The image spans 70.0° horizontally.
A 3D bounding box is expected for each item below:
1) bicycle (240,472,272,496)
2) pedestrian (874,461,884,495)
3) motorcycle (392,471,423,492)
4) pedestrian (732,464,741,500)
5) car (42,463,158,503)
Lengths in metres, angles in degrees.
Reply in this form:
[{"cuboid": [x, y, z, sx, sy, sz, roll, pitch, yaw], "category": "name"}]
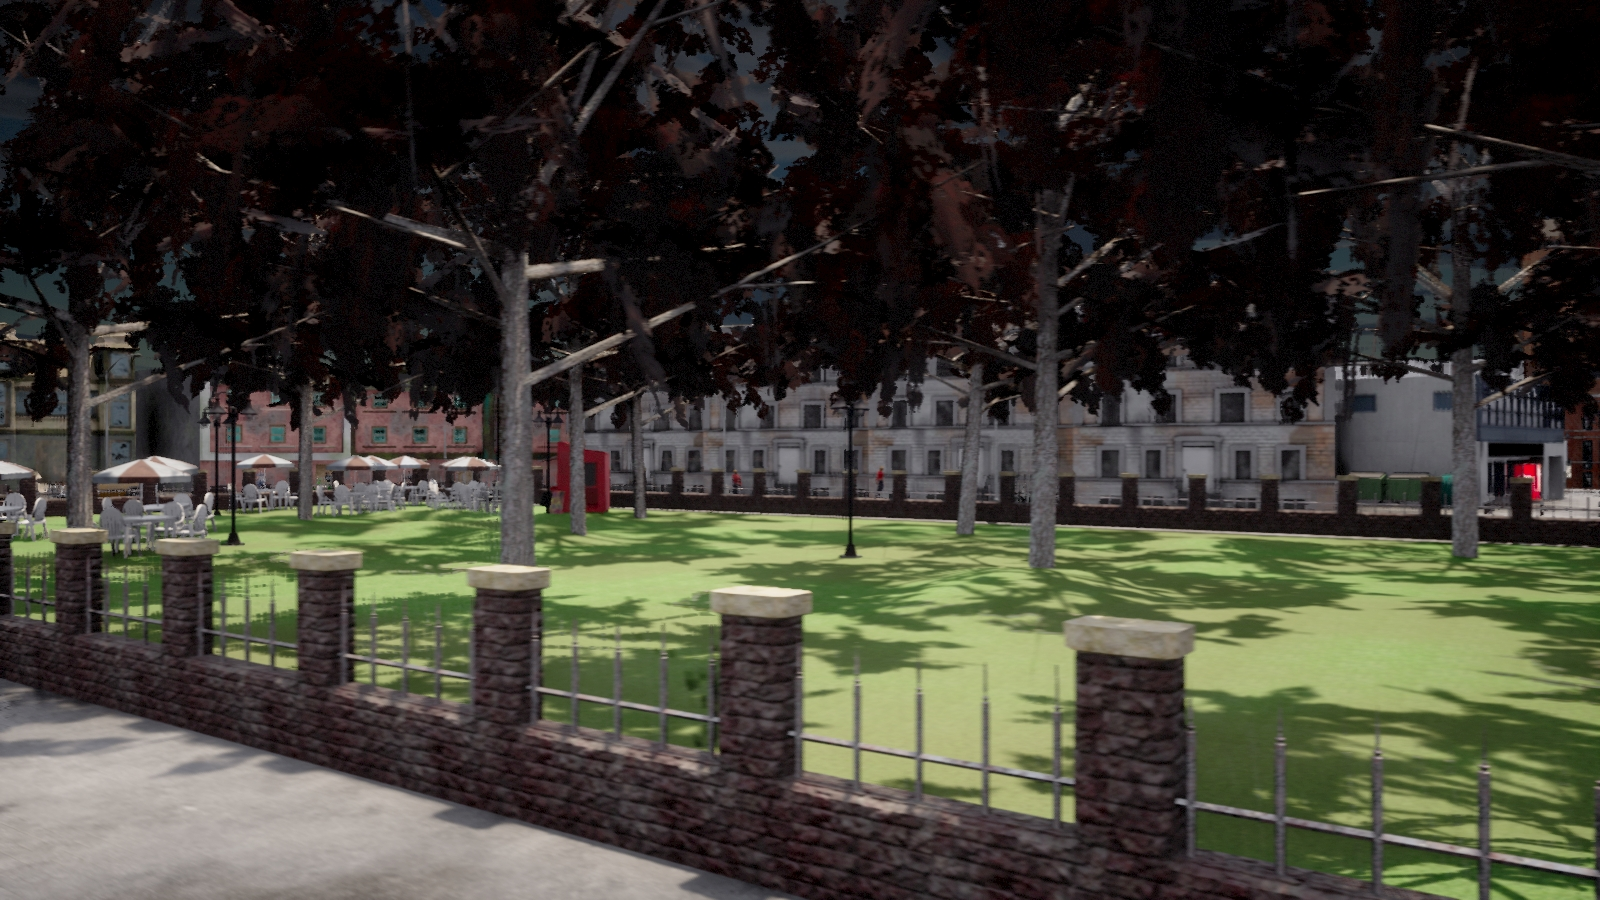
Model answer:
[{"cuboid": [-30.785, 1.932, 64.685, 0.373, 1.296, 1.643, 0, 0, 36], "category": "bicycle"}, {"cuboid": [4.281, 1.522, 62.094, 0.375, 1.860, 0.375, 0, 0, 35], "category": "pedestrian"}, {"cuboid": [-24.344, 1.960, 70.818, 1.805, 1.236, 0.856, 0, 0, -20], "category": "motorcycle"}, {"cuboid": [-3.217, 1.626, 58.075, 0.375, 1.860, 0.375, 0, 0, 15], "category": "pedestrian"}, {"cuboid": [-35.438, 1.640, 57.941, 1.932, 1.855, 4.605, 0, 0, 37], "category": "car"}]
